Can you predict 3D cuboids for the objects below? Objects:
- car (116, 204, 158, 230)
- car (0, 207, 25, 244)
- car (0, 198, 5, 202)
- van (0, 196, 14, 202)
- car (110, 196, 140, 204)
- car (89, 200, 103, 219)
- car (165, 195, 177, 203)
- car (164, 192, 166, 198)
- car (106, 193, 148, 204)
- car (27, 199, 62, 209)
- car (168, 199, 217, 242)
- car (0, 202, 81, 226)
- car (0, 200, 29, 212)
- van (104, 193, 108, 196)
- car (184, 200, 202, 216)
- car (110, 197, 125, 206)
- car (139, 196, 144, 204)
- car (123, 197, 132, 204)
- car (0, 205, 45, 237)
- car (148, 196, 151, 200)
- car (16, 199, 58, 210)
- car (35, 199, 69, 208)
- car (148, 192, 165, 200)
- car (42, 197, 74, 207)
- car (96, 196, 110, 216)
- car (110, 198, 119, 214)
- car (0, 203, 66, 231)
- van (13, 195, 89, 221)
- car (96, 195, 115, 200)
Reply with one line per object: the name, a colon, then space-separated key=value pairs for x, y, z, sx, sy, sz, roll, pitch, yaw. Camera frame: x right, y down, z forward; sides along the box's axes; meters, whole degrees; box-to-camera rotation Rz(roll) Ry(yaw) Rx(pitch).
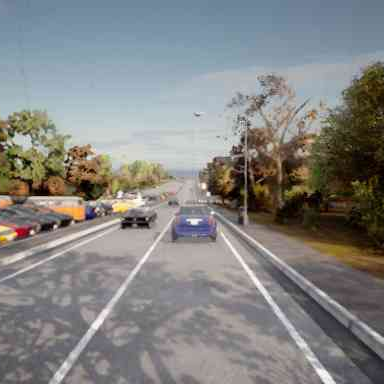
car: x=-3.351 y=1.673 z=21.729 sx=1.895 sy=1.301 sz=4.718 roll=0 pitch=0 yaw=0
car: x=-10.081 y=1.534 z=13.574 sx=5.366 sy=1.575 sz=1.946 roll=0 pitch=0 yaw=0
car: x=-23.331 y=1.663 z=35.724 sx=4.792 sy=1.488 sz=2.163 roll=0 pitch=-1 yaw=0
van: x=-23.414 y=1.435 z=38.498 sx=4.442 sy=1.987 sz=1.878 roll=0 pitch=-1 yaw=0
car: x=-10.021 y=1.725 z=44.101 sx=5.366 sy=1.575 sz=1.946 roll=0 pitch=-1 yaw=0
car: x=-10.268 y=1.614 z=27.456 sx=4.792 sy=1.488 sz=2.163 roll=0 pitch=0 yaw=0
car: x=-3.437 y=1.807 z=62.058 sx=1.882 sy=1.535 sz=5.008 roll=0 pitch=0 yaw=0
car: x=-10.400 y=1.374 z=93.368 sx=4.553 sy=1.767 sz=2.185 roll=0 pitch=0 yaw=0
car: x=-10.218 y=1.578 z=52.432 sx=5.566 sy=2.045 sz=2.435 roll=0 pitch=-1 yaw=0
car: x=-23.267 y=1.869 z=52.467 sx=4.674 sy=1.452 sz=2.002 roll=0 pitch=-1 yaw=0
car: x=0.101 y=1.400 z=16.872 sx=2.097 sy=1.767 sz=4.553 roll=0 pitch=0 yaw=0
car: x=-10.221 y=1.595 z=21.903 sx=4.792 sy=1.488 sz=2.163 roll=0 pitch=0 yaw=0
car: x=-23.263 y=1.723 z=41.389 sx=4.792 sy=1.488 sz=2.163 roll=0 pitch=-1 yaw=0
van: x=-23.338 y=1.248 z=87.752 sx=4.442 sy=1.987 sz=1.878 roll=1 pitch=0 yaw=0
car: x=0.070 y=1.650 z=35.448 sx=1.837 sy=1.490 sz=4.892 roll=0 pitch=0 yaw=0
car: x=-10.408 y=1.632 z=35.776 sx=5.366 sy=1.575 sz=1.946 roll=0 pitch=-1 yaw=0
car: x=-10.381 y=1.792 z=49.654 sx=5.366 sy=1.575 sz=1.946 roll=0 pitch=-1 yaw=0
car: x=-10.032 y=1.658 z=38.428 sx=5.366 sy=1.575 sz=1.946 roll=0 pitch=-1 yaw=0
car: x=-10.232 y=1.576 z=16.351 sx=4.792 sy=1.488 sz=2.163 roll=0 pitch=0 yaw=0
car: x=-10.150 y=1.926 z=57.981 sx=4.792 sy=1.488 sz=2.163 roll=0 pitch=-1 yaw=0
car: x=-23.090 y=1.792 z=49.697 sx=5.366 sy=1.575 sz=1.946 roll=0 pitch=-1 yaw=0
car: x=-23.235 y=1.892 z=55.237 sx=4.792 sy=1.488 sz=2.163 roll=0 pitch=-1 yaw=0
car: x=-10.355 y=1.503 z=87.798 sx=4.792 sy=1.488 sz=2.163 roll=0 pitch=0 yaw=0
car: x=-23.290 y=1.769 z=57.884 sx=4.553 sy=1.767 sz=2.185 roll=0 pitch=-1 yaw=0
car: x=-10.265 y=1.471 z=30.230 sx=4.553 sy=1.767 sz=2.185 roll=0 pitch=0 yaw=0
car: x=-10.222 y=1.614 z=33.008 sx=4.892 sy=1.521 sz=2.231 roll=0 pitch=-1 yaw=0
car: x=-10.226 y=1.586 z=19.127 sx=4.792 sy=1.488 sz=2.163 roll=0 pitch=0 yaw=0
van: x=-10.361 y=1.349 z=24.680 sx=4.442 sy=1.987 sz=1.878 roll=0 pitch=0 yaw=0
car: x=-23.459 y=1.525 z=90.425 sx=4.674 sy=1.452 sz=2.002 roll=0 pitch=0 yaw=0
